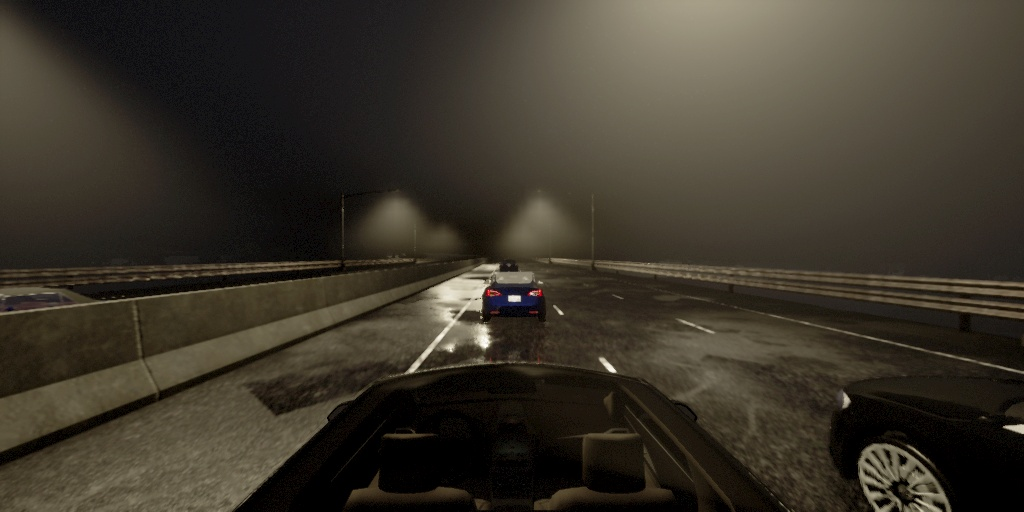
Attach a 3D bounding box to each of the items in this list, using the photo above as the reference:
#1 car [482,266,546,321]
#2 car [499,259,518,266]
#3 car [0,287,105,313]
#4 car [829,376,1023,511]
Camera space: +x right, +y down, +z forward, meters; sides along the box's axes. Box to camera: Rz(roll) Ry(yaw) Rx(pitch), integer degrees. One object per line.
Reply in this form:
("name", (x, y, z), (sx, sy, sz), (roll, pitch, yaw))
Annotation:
("car", (0.056, 1.254, 12.498), (2.163, 1.488, 4.792), (0, 0, 0))
("car", (-0.374, 1.083, 41.779), (2.097, 1.767, 4.553), (0, 0, -1))
("car", (-10.615, 1.353, 7.148), (1.895, 1.301, 4.718), (0, 0, 0))
("car", (3.593, 1.241, 1.006), (2.128, 1.511, 4.902), (0, 0, 0))
